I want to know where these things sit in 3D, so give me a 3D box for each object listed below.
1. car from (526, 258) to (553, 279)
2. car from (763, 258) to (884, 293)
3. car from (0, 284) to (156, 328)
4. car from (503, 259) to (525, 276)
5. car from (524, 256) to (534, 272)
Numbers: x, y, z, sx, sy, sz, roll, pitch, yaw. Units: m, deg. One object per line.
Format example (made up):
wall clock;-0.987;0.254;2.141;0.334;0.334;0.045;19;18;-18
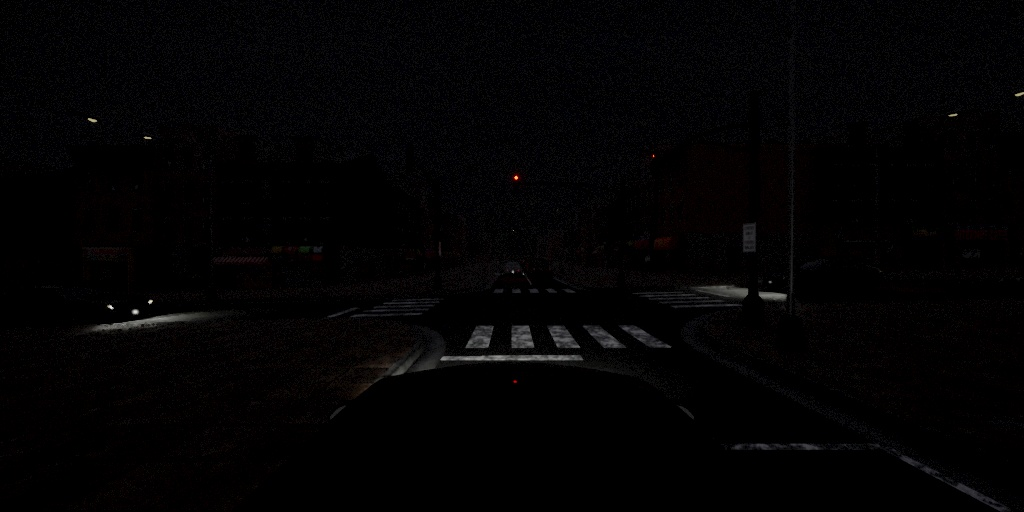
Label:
car;2.633;1.225;33.174;1.967;1.591;4.097;0;0;0
car;14.077;0.841;16.326;4.674;1.442;1.812;-2;0;0
car;-16.689;1.783;13.335;5.357;1.411;2.033;-2;0;0
car;0.094;1.320;37.160;1.812;1.442;4.674;0;0;0
car;2.632;1.112;38.575;2.192;1.841;5.009;0;0;0
